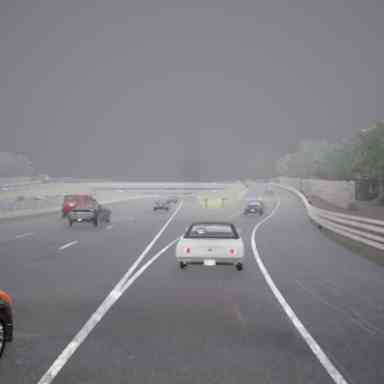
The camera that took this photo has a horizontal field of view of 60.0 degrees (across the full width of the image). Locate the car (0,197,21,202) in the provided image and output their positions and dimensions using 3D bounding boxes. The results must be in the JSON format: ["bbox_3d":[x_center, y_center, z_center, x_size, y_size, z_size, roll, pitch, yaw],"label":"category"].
[{"bbox_3d":[-21.147,1.578,36.631,1.994,1.385,4.181,0,0,0],"label":"car"}]

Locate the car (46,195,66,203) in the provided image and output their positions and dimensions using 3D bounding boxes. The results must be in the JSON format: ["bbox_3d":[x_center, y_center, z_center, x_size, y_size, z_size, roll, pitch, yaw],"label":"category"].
[{"bbox_3d":[-28.323,1.399,69.256,2.033,1.411,5.357,0,0,-1],"label":"car"}]

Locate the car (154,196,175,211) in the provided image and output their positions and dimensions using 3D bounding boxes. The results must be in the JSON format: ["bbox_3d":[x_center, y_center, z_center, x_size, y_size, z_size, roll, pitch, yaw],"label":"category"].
[{"bbox_3d":[-3.576,1.567,40.502,2.033,1.411,5.357,0,0,0],"label":"car"}]

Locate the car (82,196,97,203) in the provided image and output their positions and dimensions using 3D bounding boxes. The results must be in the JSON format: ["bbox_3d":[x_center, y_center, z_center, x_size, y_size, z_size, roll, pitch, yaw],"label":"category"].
[{"bbox_3d":[-21.324,1.456,69.386,1.895,1.301,4.718,0,0,-1],"label":"car"}]

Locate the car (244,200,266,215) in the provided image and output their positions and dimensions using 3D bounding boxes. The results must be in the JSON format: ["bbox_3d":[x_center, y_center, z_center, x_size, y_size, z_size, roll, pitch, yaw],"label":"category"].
[{"bbox_3d":[6.626,1.588,34.762,1.812,1.442,4.674,0,1,18],"label":"car"}]

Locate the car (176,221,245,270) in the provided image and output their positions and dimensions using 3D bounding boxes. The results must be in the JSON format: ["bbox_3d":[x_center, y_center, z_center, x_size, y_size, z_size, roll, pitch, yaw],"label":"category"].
[{"bbox_3d":[0.706,1.606,11.119,1.895,1.301,4.718,0,0,6],"label":"car"}]

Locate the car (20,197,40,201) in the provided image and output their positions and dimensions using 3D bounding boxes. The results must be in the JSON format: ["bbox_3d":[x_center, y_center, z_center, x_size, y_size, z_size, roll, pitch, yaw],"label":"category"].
[{"bbox_3d":[-24.701,1.528,50.852,2.033,1.411,5.357,0,0,0],"label":"car"}]

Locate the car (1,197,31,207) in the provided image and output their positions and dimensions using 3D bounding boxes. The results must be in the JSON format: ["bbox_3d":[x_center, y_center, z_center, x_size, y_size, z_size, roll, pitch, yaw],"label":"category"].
[{"bbox_3d":[-28.198,1.511,53.469,2.033,1.411,5.357,0,0,0],"label":"car"}]

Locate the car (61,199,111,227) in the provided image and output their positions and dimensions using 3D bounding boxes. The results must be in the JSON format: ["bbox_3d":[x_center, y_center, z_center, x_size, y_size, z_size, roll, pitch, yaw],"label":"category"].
[{"bbox_3d":[-6.910,1.502,22.877,2.128,1.511,4.902,0,0,0],"label":"car"}]

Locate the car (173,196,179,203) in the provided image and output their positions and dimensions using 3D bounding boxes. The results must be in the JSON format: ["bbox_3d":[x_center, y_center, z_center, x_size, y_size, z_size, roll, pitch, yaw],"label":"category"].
[{"bbox_3d":[-3.804,1.442,67.616,1.994,1.385,4.181,0,0,-1],"label":"car"}]

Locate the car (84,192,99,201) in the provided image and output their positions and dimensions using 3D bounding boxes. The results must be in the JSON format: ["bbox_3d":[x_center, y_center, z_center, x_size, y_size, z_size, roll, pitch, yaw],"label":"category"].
[{"bbox_3d":[-24.991,1.014,82.572,2.150,2.045,5.566,0,0,-1],"label":"car"}]

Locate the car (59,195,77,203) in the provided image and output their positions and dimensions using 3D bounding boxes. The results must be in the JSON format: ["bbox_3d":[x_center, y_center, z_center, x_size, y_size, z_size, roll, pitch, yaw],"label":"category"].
[{"bbox_3d":[-24.794,1.376,66.683,1.837,1.490,4.892,0,0,-1],"label":"car"}]

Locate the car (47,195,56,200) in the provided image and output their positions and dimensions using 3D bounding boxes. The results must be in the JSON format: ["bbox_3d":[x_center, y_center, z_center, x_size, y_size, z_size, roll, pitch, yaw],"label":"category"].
[{"bbox_3d":[-21.211,1.486,54.103,1.812,1.442,4.674,0,0,0],"label":"car"}]

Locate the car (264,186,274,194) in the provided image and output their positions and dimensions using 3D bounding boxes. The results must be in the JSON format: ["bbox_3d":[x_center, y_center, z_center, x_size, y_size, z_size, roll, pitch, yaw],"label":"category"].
[{"bbox_3d":[17.657,-0.248,76.280,2.128,1.511,4.902,0,3,11],"label":"car"}]

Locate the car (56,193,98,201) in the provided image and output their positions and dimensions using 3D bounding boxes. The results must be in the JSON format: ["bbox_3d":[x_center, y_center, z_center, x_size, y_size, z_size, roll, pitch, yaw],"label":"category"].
[{"bbox_3d":[-10.447,1.235,31.463,2.150,2.045,5.566,0,0,-1],"label":"car"}]

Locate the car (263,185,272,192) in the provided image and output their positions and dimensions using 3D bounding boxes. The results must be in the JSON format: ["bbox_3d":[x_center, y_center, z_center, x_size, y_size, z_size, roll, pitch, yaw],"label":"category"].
[{"bbox_3d":[19.624,-0.910,86.167,2.033,1.411,5.357,0,3,10],"label":"car"}]

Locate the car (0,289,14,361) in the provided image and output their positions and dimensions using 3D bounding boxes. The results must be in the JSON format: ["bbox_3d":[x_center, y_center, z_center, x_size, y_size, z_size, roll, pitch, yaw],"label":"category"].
[{"bbox_3d":[-3.499,1.353,2.727,2.097,1.767,4.553,0,0,0],"label":"car"}]
